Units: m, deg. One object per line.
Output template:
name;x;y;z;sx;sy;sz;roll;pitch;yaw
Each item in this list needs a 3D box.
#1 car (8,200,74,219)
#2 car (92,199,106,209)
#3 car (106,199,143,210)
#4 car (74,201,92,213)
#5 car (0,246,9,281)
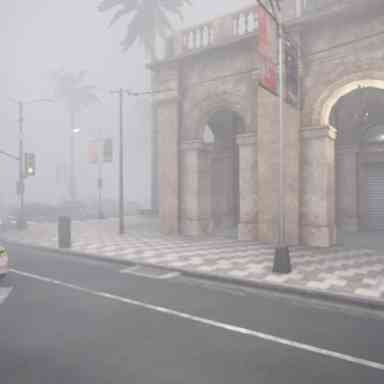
car;-14.429;1.739;31.637;2.033;1.411;5.357;0;0;36
car;-13.363;1.770;50.777;2.161;1.482;4.786;0;0;35
car;-8.991;1.816;45.560;1.895;1.301;4.718;0;0;36
car;-14.397;1.720;38.030;1.837;1.490;4.892;0;0;36
car;-6.534;1.591;8.634;4.674;1.442;1.812;0;0;36
